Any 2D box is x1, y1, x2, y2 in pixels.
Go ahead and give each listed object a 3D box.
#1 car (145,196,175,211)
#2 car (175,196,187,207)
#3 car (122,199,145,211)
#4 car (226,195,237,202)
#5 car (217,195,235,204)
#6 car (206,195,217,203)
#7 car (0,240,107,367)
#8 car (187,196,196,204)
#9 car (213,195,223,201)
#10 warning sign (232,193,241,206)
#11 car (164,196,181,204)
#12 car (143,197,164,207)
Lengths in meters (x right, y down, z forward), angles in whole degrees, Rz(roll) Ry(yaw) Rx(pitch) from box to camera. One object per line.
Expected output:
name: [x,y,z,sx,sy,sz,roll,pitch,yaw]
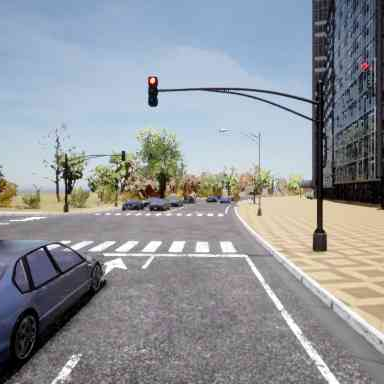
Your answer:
car: [-3.923,1.547,41.486,2.033,1.411,5.357,0,0,7]
car: [-2.539,1.550,51.694,2.033,1.411,5.357,0,0,8]
car: [-7.210,1.563,41.211,1.994,1.385,4.181,0,0,7]
car: [9.629,1.546,80.413,2.128,1.511,4.902,0,0,14]
car: [6.759,1.561,66.470,2.033,1.411,5.357,0,0,12]
car: [4.199,1.559,70.833,1.994,1.385,4.181,0,0,12]
car: [-3.036,1.547,5.722,2.033,1.411,5.357,0,0,1]
car: [-0.498,1.512,63.806,1.837,1.490,4.892,0,0,11]
car: [6.319,1.392,80.540,1.812,1.442,4.674,0,0,14]
warning sign: [6.466,1.122,48.263,1.300,1.860,1.060,0,0,8]
car: [-3.670,1.553,64.494,2.033,1.411,5.357,0,0,11]
car: [-5.871,1.548,51.375,2.033,1.411,5.357,0,0,8]
